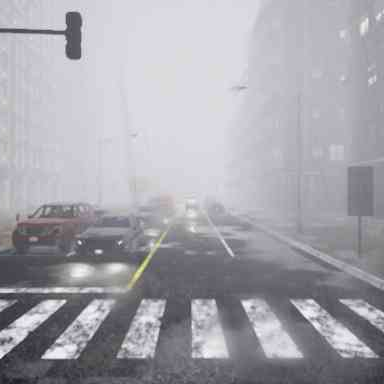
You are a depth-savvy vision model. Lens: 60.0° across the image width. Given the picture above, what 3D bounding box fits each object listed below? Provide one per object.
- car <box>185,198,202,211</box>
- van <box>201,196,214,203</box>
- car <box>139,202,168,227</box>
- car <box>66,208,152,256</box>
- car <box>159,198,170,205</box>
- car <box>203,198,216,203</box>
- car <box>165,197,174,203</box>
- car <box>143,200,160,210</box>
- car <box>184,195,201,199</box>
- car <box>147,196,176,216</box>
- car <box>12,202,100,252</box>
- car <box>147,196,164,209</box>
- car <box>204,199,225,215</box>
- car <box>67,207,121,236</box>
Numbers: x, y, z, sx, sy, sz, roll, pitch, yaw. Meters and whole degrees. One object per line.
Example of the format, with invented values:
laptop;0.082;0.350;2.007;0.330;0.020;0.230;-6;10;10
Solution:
car;0.043;1.860;44.408;1.895;1.301;4.718;0;0;0
van;2.626;1.620;47.634;1.690;1.788;3.998;0;0;0
car;-3.132;1.686;24.233;2.033;1.411;5.357;0;0;0
car;-3.119;1.626;13.781;2.033;1.411;5.357;0;0;0
car;-5.783;1.978;69.713;2.008;1.369;4.403;0;0;0
car;2.634;1.771;42.280;1.752;1.417;4.829;0;0;0
car;-5.805;2.108;86.281;1.947;1.339;4.313;0;0;0
car;-5.754;1.846;47.623;1.947;1.339;4.313;0;0;0
car;-0.071;1.545;54.368;2.150;2.045;5.566;0;0;0
car;-3.097;1.422;34.878;2.150;2.045;5.566;0;0;3
car;-5.711;1.398;14.487;2.192;1.841;5.009;0;0;0
car;-5.762;1.631;53.146;2.192;1.841;5.009;0;0;0
car;2.641;1.776;36.587;1.947;1.339;4.313;0;0;0
car;-5.718;1.680;20.008;1.947;1.339;4.313;0;0;0
